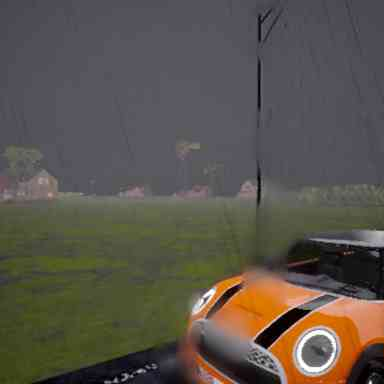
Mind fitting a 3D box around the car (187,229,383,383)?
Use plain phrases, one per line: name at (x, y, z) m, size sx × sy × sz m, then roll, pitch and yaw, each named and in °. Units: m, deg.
car at (2.146, 1.373, 4.585) m, size 4.553 × 1.767 × 2.097 m, roll 0°, pitch 0°, yaw -35°
